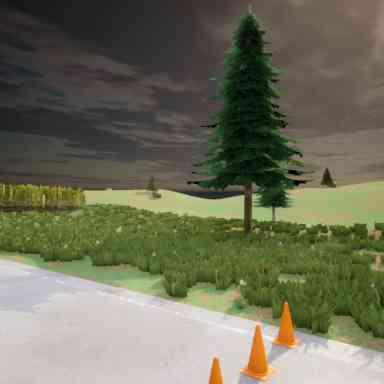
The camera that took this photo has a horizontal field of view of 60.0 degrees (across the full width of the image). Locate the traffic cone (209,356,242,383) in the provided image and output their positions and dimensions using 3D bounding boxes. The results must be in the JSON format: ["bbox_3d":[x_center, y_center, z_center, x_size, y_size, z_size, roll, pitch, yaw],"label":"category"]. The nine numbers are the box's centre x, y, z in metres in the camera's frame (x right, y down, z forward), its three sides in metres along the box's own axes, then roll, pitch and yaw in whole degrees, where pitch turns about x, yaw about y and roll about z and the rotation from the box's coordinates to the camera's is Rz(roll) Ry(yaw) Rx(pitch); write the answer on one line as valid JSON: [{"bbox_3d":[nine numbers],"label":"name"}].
[{"bbox_3d":[0.243,1.955,3.359,0.340,0.580,0.340,0,0,36],"label":"traffic cone"}]

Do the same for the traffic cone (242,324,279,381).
[{"bbox_3d":[0.828,1.955,4.171,0.340,0.580,0.340,0,0,36],"label":"traffic cone"}]

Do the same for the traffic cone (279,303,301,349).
[{"bbox_3d":[1.412,1.955,4.982,0.340,0.580,0.340,0,0,36],"label":"traffic cone"}]
